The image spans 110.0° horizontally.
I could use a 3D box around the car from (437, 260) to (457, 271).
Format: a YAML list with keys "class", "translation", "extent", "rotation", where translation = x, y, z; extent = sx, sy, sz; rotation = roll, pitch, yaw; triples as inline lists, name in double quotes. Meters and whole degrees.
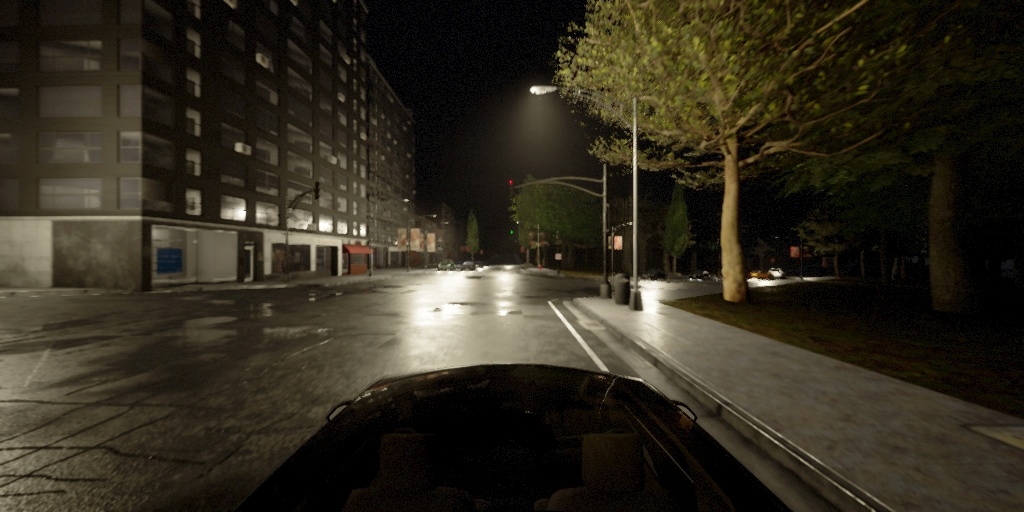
- class: "car"
  translation: [-9.780, 1.334, 53.840]
  extent: [2.097, 1.767, 4.553]
  rotation: [0, -1, 1]

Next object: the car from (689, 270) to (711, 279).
- class: "car"
  translation: [29.966, 2.970, 57.100]
  extent: [2.033, 1.411, 5.357]
  rotation: [0, -2, 45]

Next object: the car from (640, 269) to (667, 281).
- class: "car"
  translation: [17.858, 2.349, 45.039]
  extent: [4.674, 1.442, 1.812]
  rotation: [2, -2, -45]

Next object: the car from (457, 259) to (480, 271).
- class: "car"
  translation: [-6.523, 1.532, 54.283]
  extent: [2.033, 1.411, 5.357]
  rotation: [0, 0, 1]
